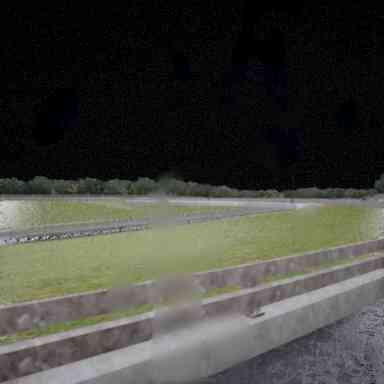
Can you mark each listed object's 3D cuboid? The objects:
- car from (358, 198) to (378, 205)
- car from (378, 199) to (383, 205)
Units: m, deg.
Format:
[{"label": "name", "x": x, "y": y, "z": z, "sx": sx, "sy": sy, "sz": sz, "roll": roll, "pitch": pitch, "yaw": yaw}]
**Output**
[{"label": "car", "x": 43.315, "y": 2.257, "z": 82.771, "sx": 2.097, "sy": 1.767, "sz": 4.553, "roll": 0, "pitch": -1, "yaw": 0}, {"label": "car", "x": 46.815, "y": 2.423, "z": 82.766, "sx": 1.812, "sy": 1.442, "sz": 4.674, "roll": 0, "pitch": -1, "yaw": 0}]
